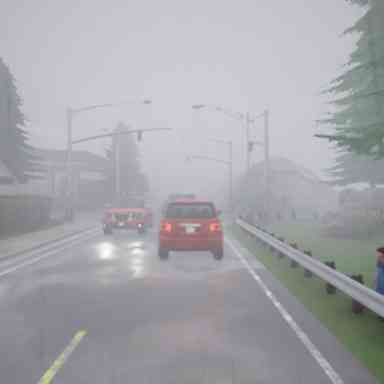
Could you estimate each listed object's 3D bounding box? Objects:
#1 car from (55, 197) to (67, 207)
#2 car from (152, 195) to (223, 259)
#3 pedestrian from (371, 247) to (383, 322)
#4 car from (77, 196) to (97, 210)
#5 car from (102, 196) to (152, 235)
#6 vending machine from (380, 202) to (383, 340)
[{"bbox_3d":[-20.432,1.649,51.102,2.242,1.667,4.611,0,0,-1],"label":"car"},{"bbox_3d":[-0.024,1.263,12.845,2.150,2.045,5.566,0,0,1],"label":"car"},{"bbox_3d":[3.262,1.513,5.677,0.375,1.300,0.375,0,0,0],"label":"pedestrian"},{"bbox_3d":[-14.709,1.467,46.847,1.905,1.878,3.866,0,0,-1],"label":"car"},{"bbox_3d":[-3.581,1.288,19.564,2.150,2.045,5.566,0,0,0],"label":"car"},{"bbox_3d":[3.485,1.210,4.749,1.100,2.100,0.880,0,0,0],"label":"vending machine"}]
